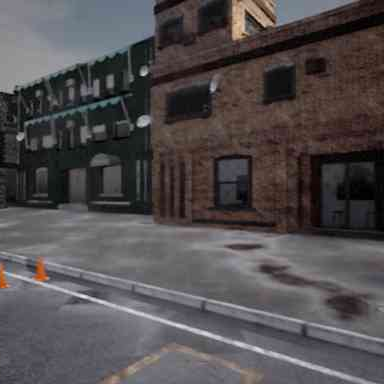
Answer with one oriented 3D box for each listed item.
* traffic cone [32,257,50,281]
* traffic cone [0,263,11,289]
[{"bbox_3d":[-4.020,2.019,8.835,0.340,0.580,0.340,0,-1,37],"label":"traffic cone"},{"bbox_3d":[-4.616,2.008,8.032,0.340,0.580,0.340,0,-1,37],"label":"traffic cone"}]
